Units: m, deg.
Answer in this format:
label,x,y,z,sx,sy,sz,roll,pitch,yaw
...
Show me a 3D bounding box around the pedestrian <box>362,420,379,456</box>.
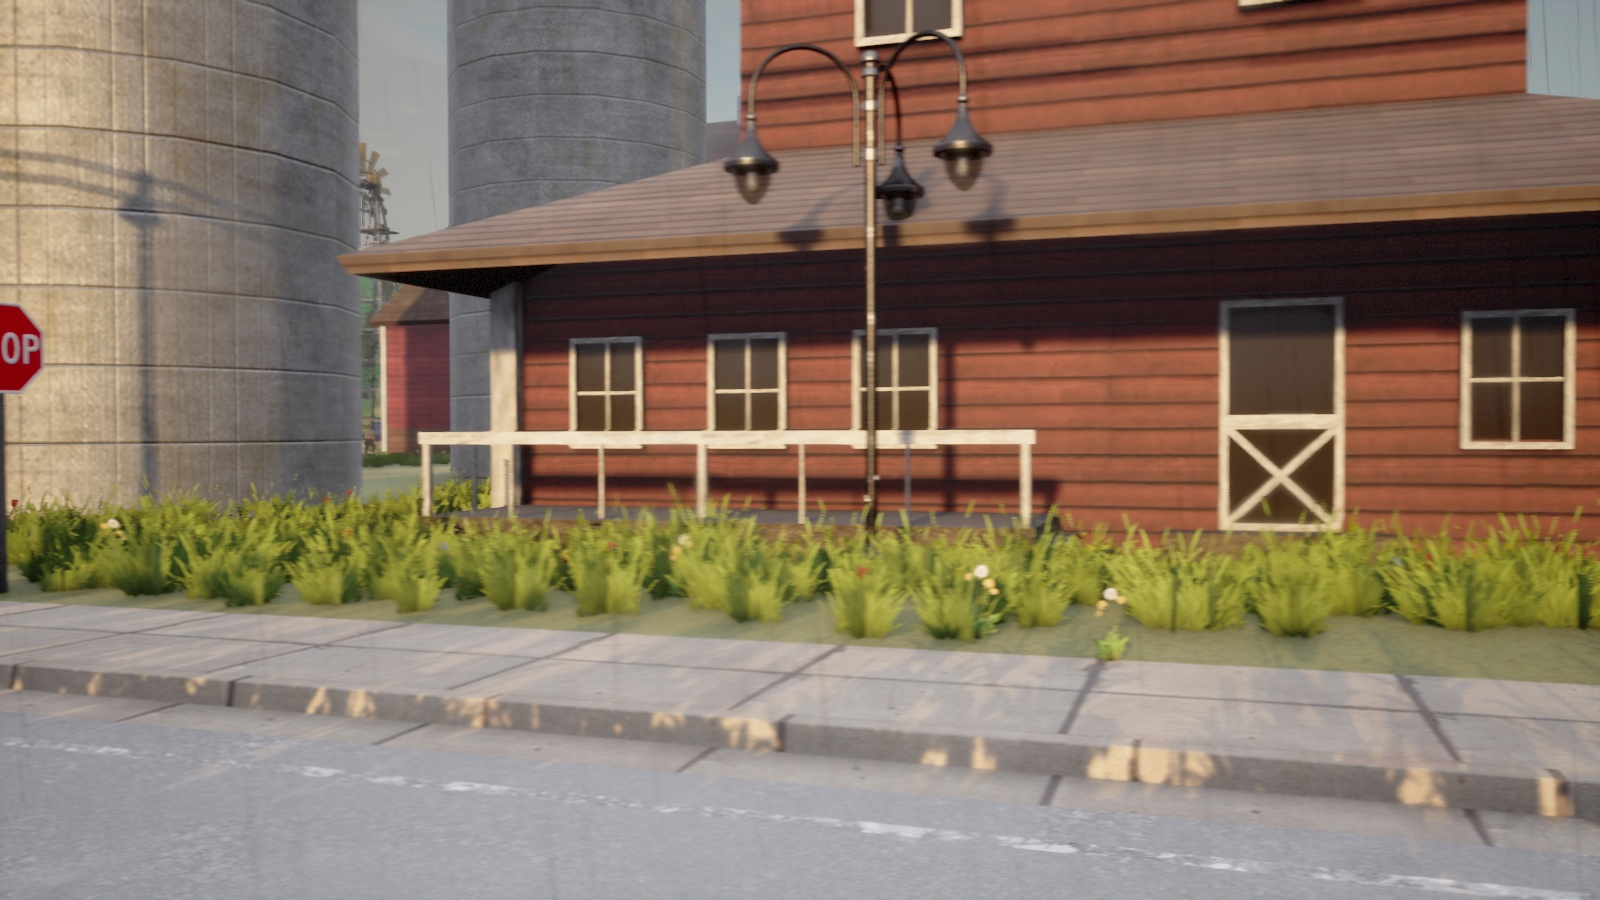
label,x,y,z,sx,sy,sz,roll,pitch,yaw
pedestrian,-22.398,-0.630,65.424,0.540,1.848,0.694,0,1,15
